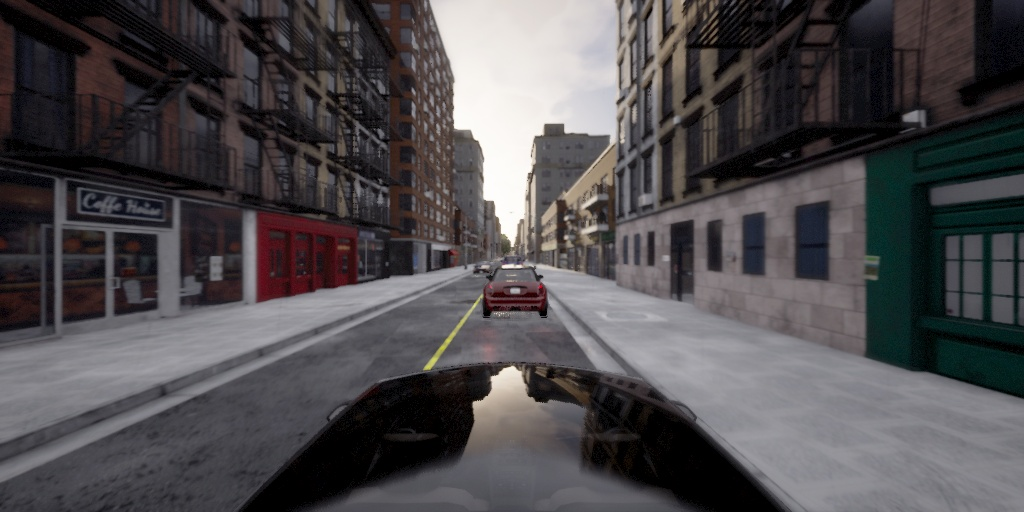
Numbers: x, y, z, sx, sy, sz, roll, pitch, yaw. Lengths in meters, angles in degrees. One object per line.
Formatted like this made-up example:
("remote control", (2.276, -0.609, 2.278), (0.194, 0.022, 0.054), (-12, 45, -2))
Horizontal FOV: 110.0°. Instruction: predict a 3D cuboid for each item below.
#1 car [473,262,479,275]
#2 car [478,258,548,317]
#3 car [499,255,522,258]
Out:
("car", (-3.089, 1.276, 38.784), (2.033, 1.411, 5.357), (0, 0, 0))
("car", (0.103, 1.096, 13.211), (2.097, 1.767, 4.553), (0, 0, 0))
("car", (0.106, 0.952, 35.875), (2.150, 2.045, 5.566), (0, 0, 0))
